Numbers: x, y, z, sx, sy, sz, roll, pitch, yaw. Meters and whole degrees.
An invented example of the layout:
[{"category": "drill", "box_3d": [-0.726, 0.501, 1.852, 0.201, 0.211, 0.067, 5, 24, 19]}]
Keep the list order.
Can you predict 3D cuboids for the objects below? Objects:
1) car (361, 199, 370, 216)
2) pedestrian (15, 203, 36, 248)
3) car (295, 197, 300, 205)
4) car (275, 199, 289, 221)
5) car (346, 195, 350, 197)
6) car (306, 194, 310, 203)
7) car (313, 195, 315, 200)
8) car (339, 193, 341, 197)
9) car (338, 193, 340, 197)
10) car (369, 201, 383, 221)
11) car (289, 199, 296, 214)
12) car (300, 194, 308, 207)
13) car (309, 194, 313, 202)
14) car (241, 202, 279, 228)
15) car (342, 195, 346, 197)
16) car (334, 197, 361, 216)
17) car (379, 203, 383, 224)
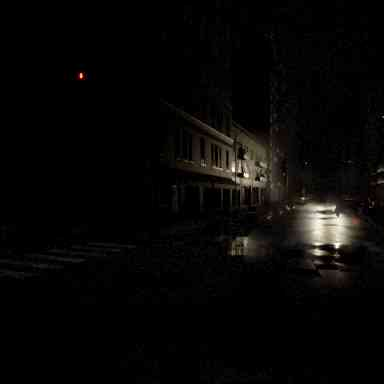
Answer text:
[{"category": "car", "box_3d": [16.540, 1.553, 29.367, 2.008, 1.369, 4.403, 1, 0, 22]}, {"category": "pedestrian", "box_3d": [-6.545, 1.252, 13.067, 0.375, 1.860, 0.375, 0, -1, 22]}, {"category": "car", "box_3d": [10.733, 1.546, 37.700, 1.887, 1.381, 4.507, 1, 0, 22]}, {"category": "car", "box_3d": [6.555, 1.568, 27.460, 1.947, 1.339, 4.313, 1, 0, 22]}, {"category": "car", "box_3d": [26.985, 1.550, 54.972, 2.008, 1.369, 4.403, 1, 0, 22]}, {"category": "car", "box_3d": [19.085, 1.565, 58.179, 1.947, 1.339, 4.313, 1, 0, 22]}, {"category": "car", "box_3d": [25.353, 1.309, 73.537, 2.192, 1.841, 5.009, 1, 0, 22]}, {"category": "car", "box_3d": [37.430, 1.432, 80.577, 1.967, 1.590, 4.097, 1, 0, 22]}, {"category": "car", "box_3d": [39.519, 1.432, 85.698, 1.967, 1.590, 4.097, 1, 0, 22]}, {"category": "car", "box_3d": [14.452, 1.547, 24.245, 1.887, 1.381, 4.507, 1, 0, 22]}, {"category": "car", "box_3d": [8.644, 1.553, 32.580, 2.008, 1.369, 4.403, 1, 0, 22]}, {"category": "car", "box_3d": [16.934, 1.525, 52.902, 1.752, 1.417, 4.829, 1, 0, 22]}, {"category": "car", "box_3d": [23.262, 1.562, 68.419, 1.947, 1.339, 4.313, 1, 0, 22]}, {"category": "car", "box_3d": [4.467, 1.584, 22.341, 1.802, 1.307, 4.206, 1, 0, 22]}, {"category": "car", "box_3d": [31.163, 1.562, 65.214, 1.947, 1.339, 4.313, 1, 0, 22]}, {"category": "car", "box_3d": [14.904, 1.528, 32.137, 1.812, 1.442, 4.674, 0, 0, 22]}, {"category": "car", "box_3d": [12.363, 1.568, 19.124, 1.947, 1.339, 4.313, 1, 0, 22]}]
